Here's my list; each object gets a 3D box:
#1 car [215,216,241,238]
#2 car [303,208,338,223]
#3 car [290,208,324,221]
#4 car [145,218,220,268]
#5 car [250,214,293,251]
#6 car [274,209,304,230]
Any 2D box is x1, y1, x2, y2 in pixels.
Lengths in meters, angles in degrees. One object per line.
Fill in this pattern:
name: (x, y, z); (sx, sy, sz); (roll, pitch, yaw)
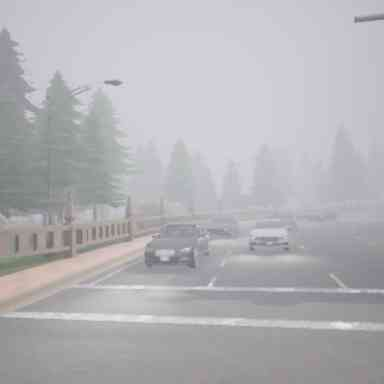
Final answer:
car: (2.294, 2.464, 24.069); (2.033, 1.411, 5.357); (-2, -3, 17)
car: (14.853, 2.597, 37.710); (1.882, 1.535, 5.008); (-4, -3, 45)
car: (14.626, 2.822, 42.281); (4.892, 1.490, 1.837); (1, -4, -41)
car: (-0.384, 2.047, 13.522); (2.128, 1.511, 4.902); (-2, -2, 13)
car: (4.034, 2.106, 17.187); (1.812, 1.442, 4.674); (-2, -2, 14)
car: (7.325, 2.381, 26.921); (2.128, 1.511, 4.902); (-3, -3, 26)
